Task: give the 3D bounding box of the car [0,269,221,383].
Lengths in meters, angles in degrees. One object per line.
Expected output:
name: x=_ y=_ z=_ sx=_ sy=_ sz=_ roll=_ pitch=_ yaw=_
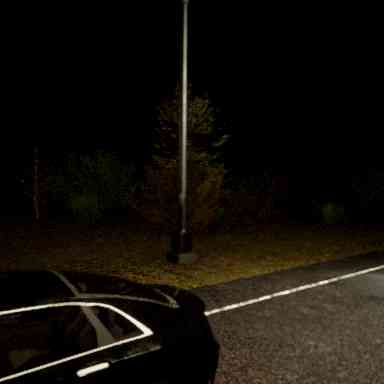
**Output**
car: x=-1.973 y=1.504 z=2.548 sx=4.892 sy=1.490 sz=1.837 roll=1 pitch=0 yaw=-37
